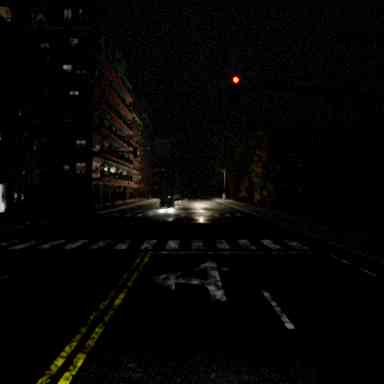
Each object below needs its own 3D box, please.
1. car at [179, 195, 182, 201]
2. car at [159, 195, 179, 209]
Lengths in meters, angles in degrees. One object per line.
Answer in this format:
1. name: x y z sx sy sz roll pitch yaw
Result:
1. car: -3.263 1.358 74.694 2.033 1.411 5.357 0 0 0
2. car: -3.260 1.428 43.716 2.128 1.511 4.902 0 1 0
